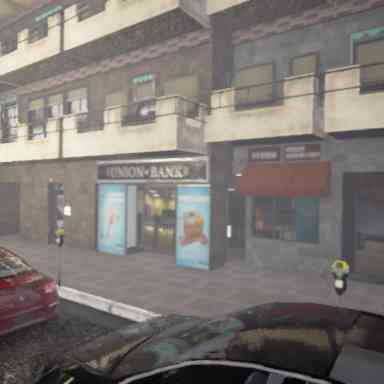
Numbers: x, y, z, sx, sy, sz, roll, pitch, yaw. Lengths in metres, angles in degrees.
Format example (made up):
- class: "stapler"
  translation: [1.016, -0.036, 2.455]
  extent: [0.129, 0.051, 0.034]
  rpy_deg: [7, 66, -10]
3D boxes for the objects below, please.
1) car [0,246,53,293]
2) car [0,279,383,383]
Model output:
- class: "car"
  translation: [-3.964, 1.554, 5.692]
  extent: [4.206, 1.307, 1.802]
  rpy_deg: [0, 1, 36]
- class: "car"
  translation: [0.647, 1.563, 2.401]
  extent: [4.313, 1.339, 1.947]
  rpy_deg: [0, 1, 36]
